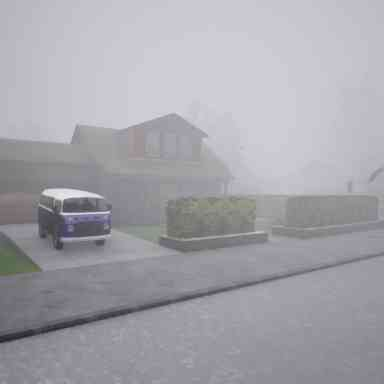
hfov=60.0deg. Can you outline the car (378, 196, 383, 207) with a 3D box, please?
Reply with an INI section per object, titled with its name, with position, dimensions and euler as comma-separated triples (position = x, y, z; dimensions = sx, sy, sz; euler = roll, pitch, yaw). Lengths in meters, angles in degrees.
[car]
position = 24.632, 0.986, 41.423
dimensions = 3.866, 1.878, 1.905
euler = 0, 0, -1
